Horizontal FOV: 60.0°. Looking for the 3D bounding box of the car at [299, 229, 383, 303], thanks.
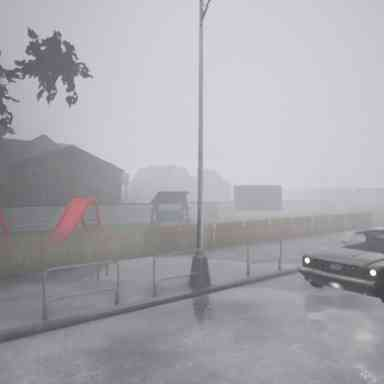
[{"bbox_3d":[4.763,1.661,8.317,4.718,1.301,1.895,0,0,-38],"label":"car"}]
